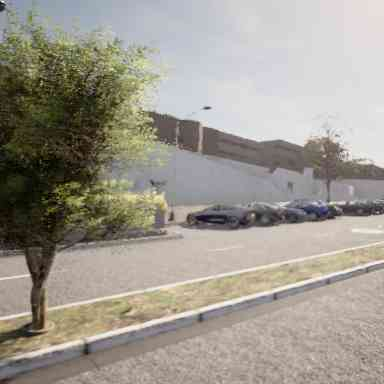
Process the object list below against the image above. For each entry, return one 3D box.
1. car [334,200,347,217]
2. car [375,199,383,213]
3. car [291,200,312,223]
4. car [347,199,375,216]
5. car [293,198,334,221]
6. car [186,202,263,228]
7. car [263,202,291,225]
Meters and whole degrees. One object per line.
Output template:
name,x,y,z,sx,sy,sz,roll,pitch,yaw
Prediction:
car,10.953,1.392,29.620,4.553,1.767,2.185,0,-1,30
car,17.619,1.549,35.468,4.892,1.521,2.231,0,0,28
car,6.467,1.542,25.796,4.674,1.452,2.002,-1,-1,31
car,15.424,1.538,33.489,4.892,1.521,2.231,0,0,29
car,8.735,1.509,27.682,5.008,1.535,2.097,-1,0,30
car,1.853,1.522,22.080,4.792,1.488,2.163,-1,0,32
car,4.187,1.497,23.912,4.892,1.521,2.231,-1,0,31
